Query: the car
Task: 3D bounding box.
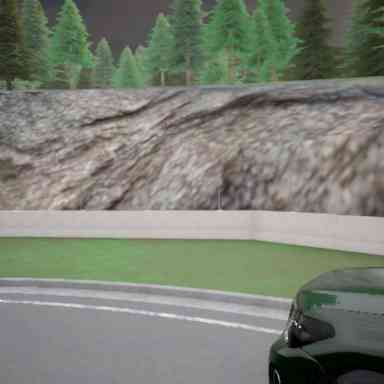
[{"bbox_3d":[3.267,1.126,1.882,5.566,2.045,2.150,0,0,40],"label":"car"}]
